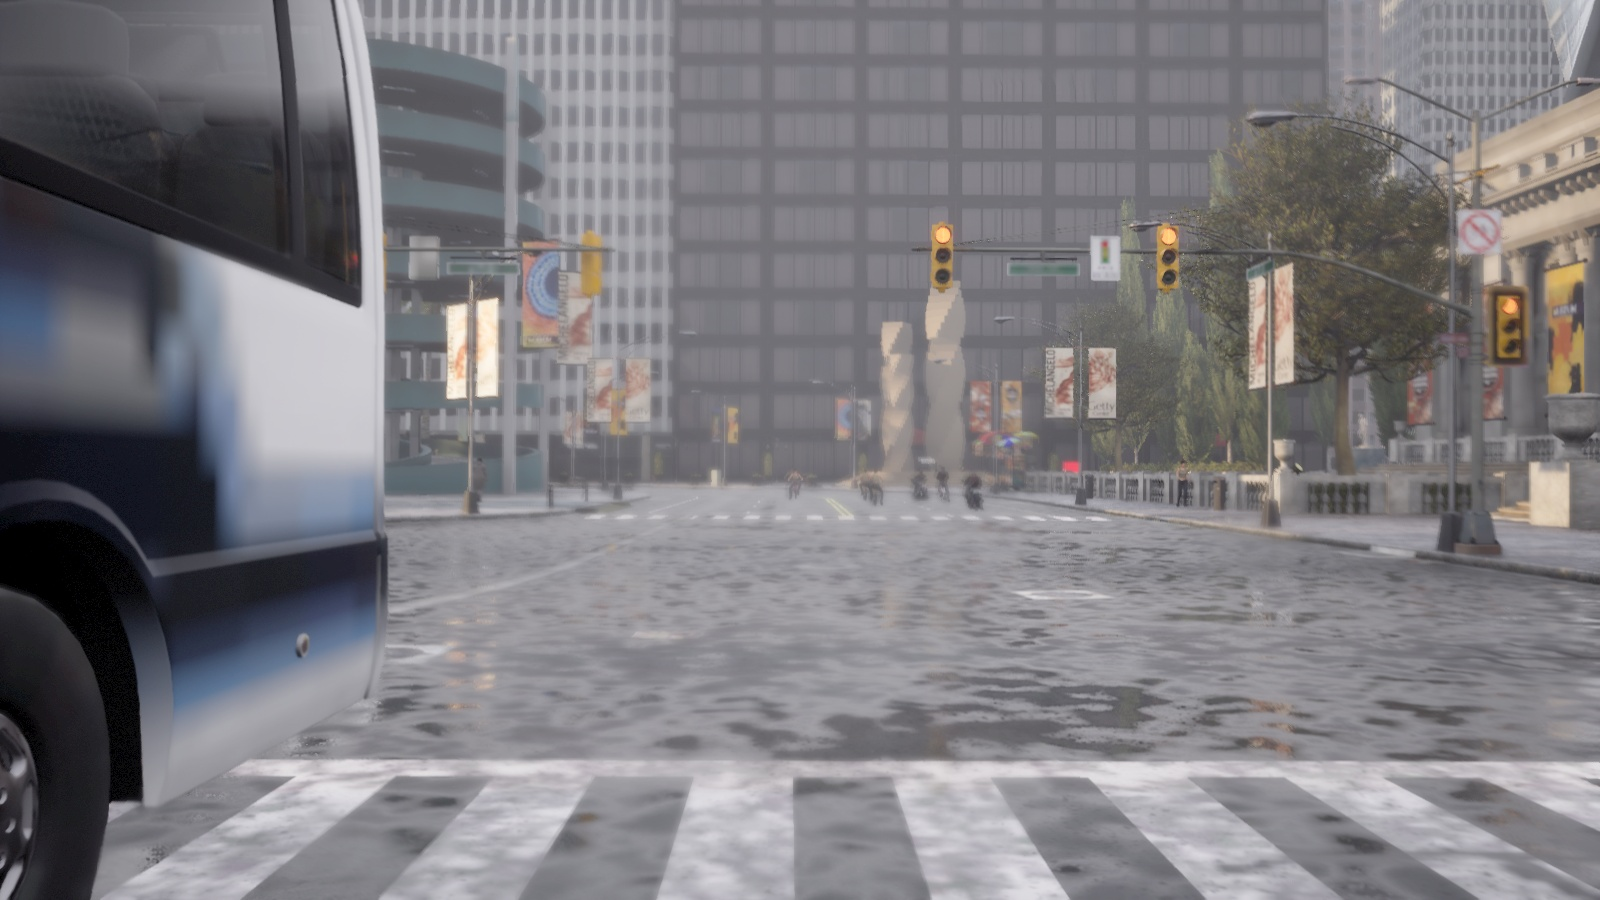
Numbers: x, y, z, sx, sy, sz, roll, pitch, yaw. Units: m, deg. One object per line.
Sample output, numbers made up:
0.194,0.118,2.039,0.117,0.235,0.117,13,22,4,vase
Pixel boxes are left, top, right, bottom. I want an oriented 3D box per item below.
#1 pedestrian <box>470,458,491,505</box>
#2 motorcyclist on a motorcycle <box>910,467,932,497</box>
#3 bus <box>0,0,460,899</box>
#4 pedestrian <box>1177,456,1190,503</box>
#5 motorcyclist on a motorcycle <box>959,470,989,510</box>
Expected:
-13.228,1.298,52.003,0.659,1.952,0.873,0,-1,-3,pedestrian
6.734,1.786,70.084,0.766,1.649,2.350,0,-1,-5,motorcyclist on a motorcycle
-3.507,-0.544,0.538,3.944,4.253,10.273,0,-1,0,bus
15.030,1.144,49.246,0.345,1.836,0.594,0,-1,3,pedestrian
6.878,1.564,49.679,0.866,1.530,2.191,0,-1,0,motorcyclist on a motorcycle
